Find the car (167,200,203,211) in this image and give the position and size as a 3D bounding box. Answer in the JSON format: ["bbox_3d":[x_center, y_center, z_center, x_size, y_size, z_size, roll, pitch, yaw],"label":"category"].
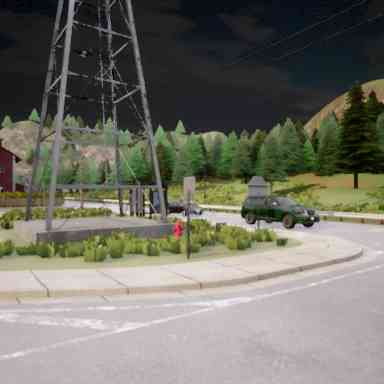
[{"bbox_3d":[-0.811,1.508,31.791,2.128,1.511,4.902,0,0,-34],"label":"car"}]

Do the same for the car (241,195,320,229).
[{"bbox_3d":[5.674,1.238,22.224,2.150,2.045,5.566,0,0,-34],"label":"car"}]
